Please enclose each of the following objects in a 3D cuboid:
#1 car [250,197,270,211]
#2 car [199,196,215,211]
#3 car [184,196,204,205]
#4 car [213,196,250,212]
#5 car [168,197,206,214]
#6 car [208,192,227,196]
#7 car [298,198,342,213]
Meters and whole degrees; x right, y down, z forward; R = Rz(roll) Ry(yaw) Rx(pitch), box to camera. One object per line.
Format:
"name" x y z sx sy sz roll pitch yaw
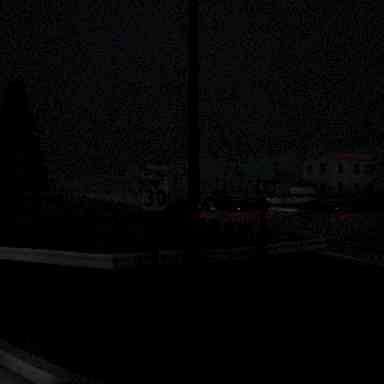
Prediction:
"car" 7.254 1.378 39.424 1.837 1.490 4.892 0 0 -22
"car" 0.484 1.421 37.501 1.812 1.442 4.674 0 0 -22
"car" 0.293 1.368 56.783 1.812 1.442 4.674 0 0 -22
"car" 4.199 1.486 37.642 1.895 1.301 4.718 0 0 -22
"car" -0.952 1.462 31.676 2.033 1.411 5.357 0 0 -22
"car" 4.162 1.055 56.503 2.150 2.045 5.566 0 0 -22
"car" 13.079 1.365 34.305 2.128 1.511 4.902 0 0 -22
